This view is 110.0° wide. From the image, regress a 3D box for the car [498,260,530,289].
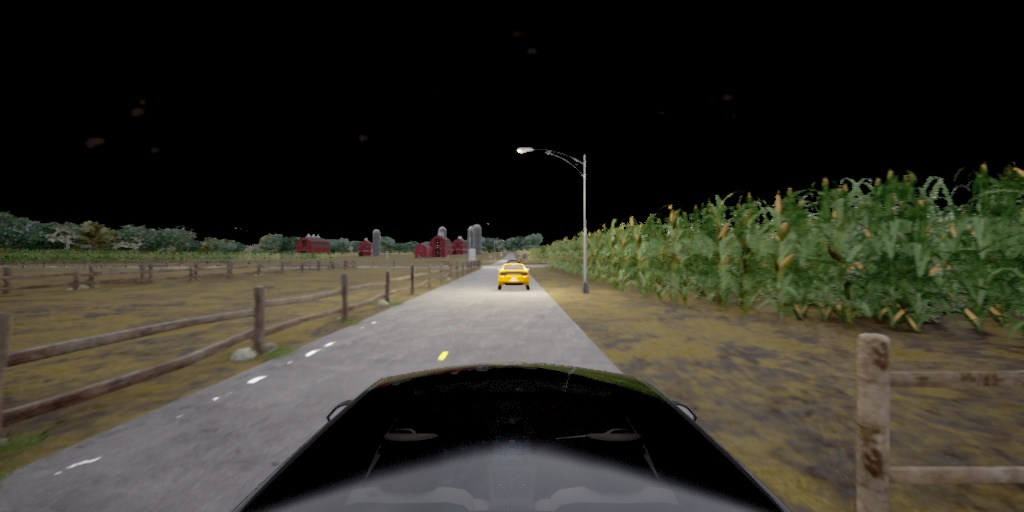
[{"bbox_3d":[0.106,1.216,23.061,1.882,1.535,5.008,0,0,0],"label":"car"}]
